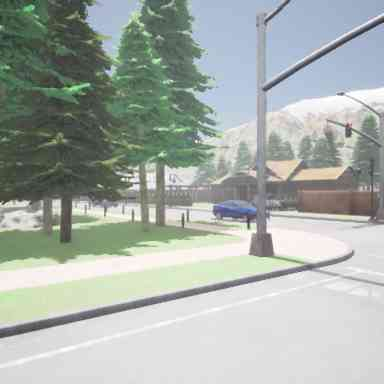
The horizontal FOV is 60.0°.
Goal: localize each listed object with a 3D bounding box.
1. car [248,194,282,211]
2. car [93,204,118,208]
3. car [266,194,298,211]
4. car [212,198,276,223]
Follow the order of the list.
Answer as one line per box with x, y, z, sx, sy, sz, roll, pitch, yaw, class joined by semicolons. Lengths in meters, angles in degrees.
8.683;1.158;39.572;3.866;1.878;1.905;0;0;-37;car
-12.121;1.263;46.694;2.097;1.767;4.553;0;0;-40;car
10.501;1.157;37.793;4.605;1.855;1.932;0;0;-37;car
3.656;1.397;25.491;1.882;1.535;5.008;0;0;-37;car
